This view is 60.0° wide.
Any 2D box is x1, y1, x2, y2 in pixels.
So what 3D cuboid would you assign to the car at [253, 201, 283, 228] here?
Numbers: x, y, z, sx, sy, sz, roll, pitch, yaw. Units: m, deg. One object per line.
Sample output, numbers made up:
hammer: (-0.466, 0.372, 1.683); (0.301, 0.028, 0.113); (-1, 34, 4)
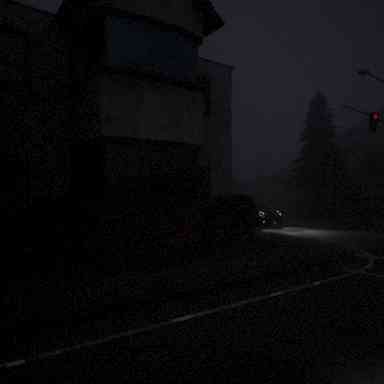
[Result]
car: (3.870, 1.359, 22.399); (2.097, 1.767, 4.553); (0, 0, -35)
